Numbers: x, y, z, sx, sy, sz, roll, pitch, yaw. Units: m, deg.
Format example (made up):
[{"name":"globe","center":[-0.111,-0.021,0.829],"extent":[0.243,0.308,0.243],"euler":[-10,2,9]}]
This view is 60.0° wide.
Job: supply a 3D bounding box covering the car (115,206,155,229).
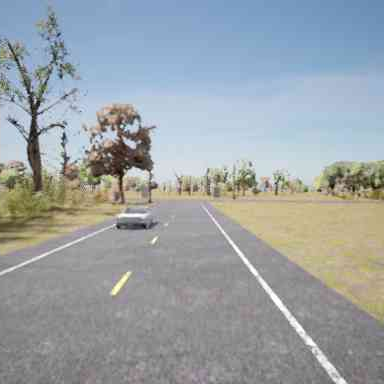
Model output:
[{"name":"car","center":[-3.597,1.589,21.490],"extent":[1.895,1.301,4.718],"euler":[0,0,0]}]
